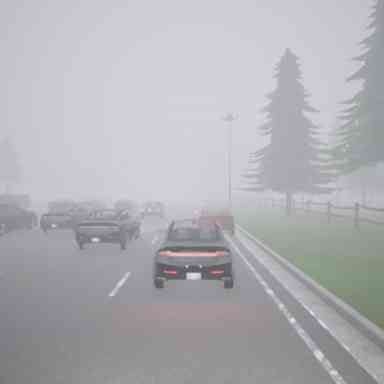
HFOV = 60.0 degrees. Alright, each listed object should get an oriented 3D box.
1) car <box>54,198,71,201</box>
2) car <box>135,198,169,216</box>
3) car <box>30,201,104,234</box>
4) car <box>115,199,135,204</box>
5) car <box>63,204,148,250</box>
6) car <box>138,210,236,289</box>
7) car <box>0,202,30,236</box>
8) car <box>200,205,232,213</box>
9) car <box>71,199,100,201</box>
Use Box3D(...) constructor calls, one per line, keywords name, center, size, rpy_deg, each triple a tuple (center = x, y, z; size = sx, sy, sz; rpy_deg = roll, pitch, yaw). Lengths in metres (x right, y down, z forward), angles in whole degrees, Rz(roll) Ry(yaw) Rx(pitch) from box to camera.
Box3D(name="car", center=(-13.901, 1.451, 36.248), size=(1.882, 1.535, 5.008), rpy_deg=(0, 0, 0))
Box3D(name="car", center=(-3.413, 1.526, 29.630), size=(2.033, 1.411, 5.357), rpy_deg=(0, 0, 0))
Box3D(name="car", center=(-6.906, 1.477, 19.110), size=(2.128, 1.511, 4.902), rpy_deg=(0, 0, 0))
Box3D(name="car", center=(-6.903, 1.480, 34.749), size=(1.837, 1.490, 4.892), rpy_deg=(0, 0, 0))
Box3D(name="car", center=(-3.420, 1.482, 14.281), size=(2.128, 1.511, 4.902), rpy_deg=(0, 0, 0))
Box3D(name="car", center=(0.053, 1.485, 9.136), size=(2.128, 1.511, 4.902), rpy_deg=(0, 0, 0))
Box3D(name="car", center=(-10.409, 1.338, 18.249), size=(2.097, 1.767, 4.553), rpy_deg=(0, 0, 0))
Box3D(name="car", center=(1.227, 1.465, 18.478), size=(1.882, 1.535, 5.008), rpy_deg=(0, 0, 0))
Box3D(name="car", center=(-10.404, 1.466, 34.679), size=(2.128, 1.511, 4.902), rpy_deg=(0, 0, 0))
